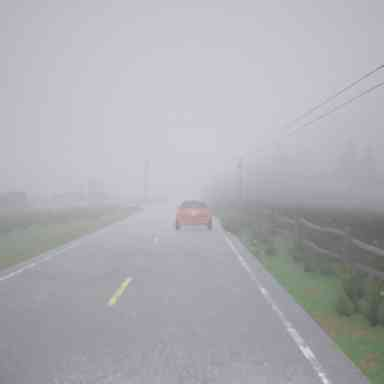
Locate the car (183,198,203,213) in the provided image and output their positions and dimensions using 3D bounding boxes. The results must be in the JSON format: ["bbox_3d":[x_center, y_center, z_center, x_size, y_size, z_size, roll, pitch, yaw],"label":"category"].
[{"bbox_3d":[0.143,1.381,35.608,1.994,1.385,4.181,0,0,0],"label":"car"}]

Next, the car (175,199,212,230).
[{"bbox_3d":[0.097,1.246,20.573,2.097,1.767,4.553,0,0,0],"label":"car"}]
